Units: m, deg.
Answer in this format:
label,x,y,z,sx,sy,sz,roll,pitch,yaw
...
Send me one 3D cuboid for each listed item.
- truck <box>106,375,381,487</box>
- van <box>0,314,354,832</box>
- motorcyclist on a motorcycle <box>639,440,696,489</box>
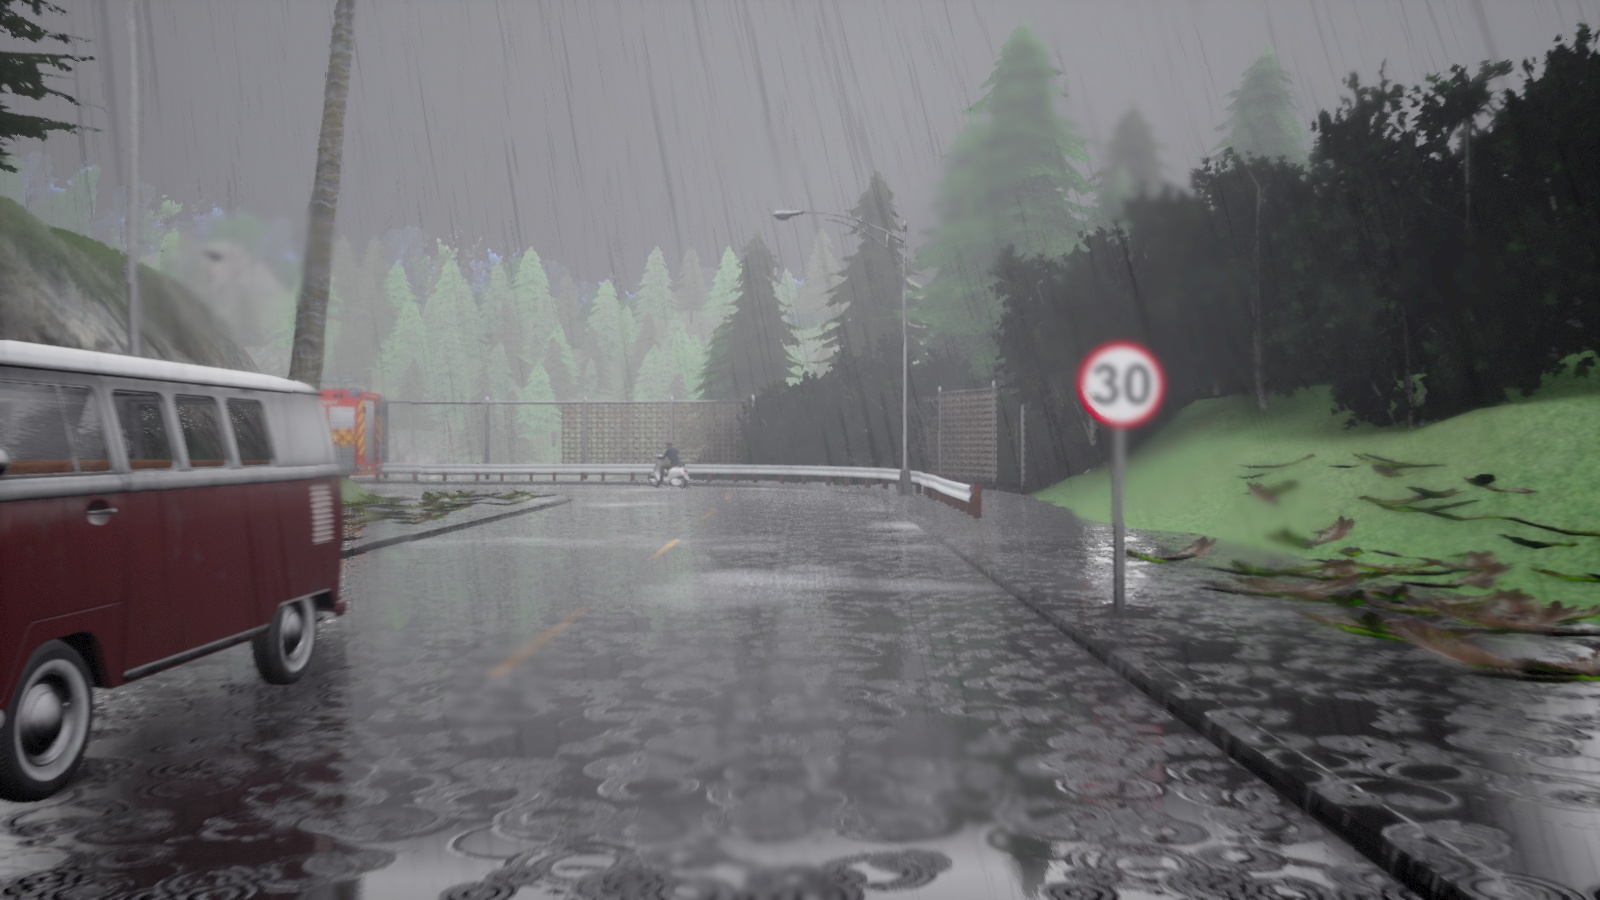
label,x,y,z,sx,sy,sz,roll,pitch,yaw
truck,-19.577,-0.664,44.568,8.468,3.827,2.891,0,0,-1
van,-3.947,0.463,6.354,1.775,1.987,4.442,0,0,0
motorcyclist on a motorcycle,-4.456,0.480,42.201,1.817,1.590,0.866,0,2,39
